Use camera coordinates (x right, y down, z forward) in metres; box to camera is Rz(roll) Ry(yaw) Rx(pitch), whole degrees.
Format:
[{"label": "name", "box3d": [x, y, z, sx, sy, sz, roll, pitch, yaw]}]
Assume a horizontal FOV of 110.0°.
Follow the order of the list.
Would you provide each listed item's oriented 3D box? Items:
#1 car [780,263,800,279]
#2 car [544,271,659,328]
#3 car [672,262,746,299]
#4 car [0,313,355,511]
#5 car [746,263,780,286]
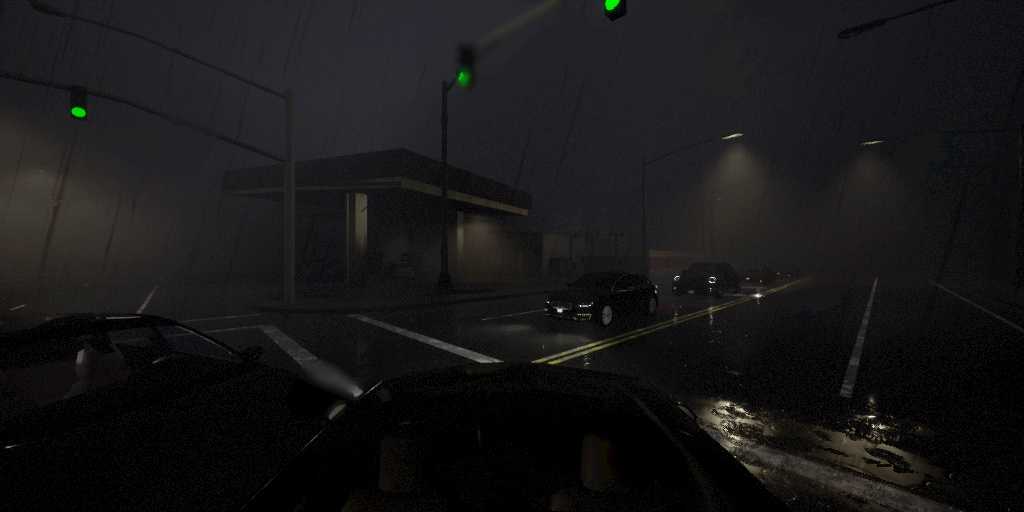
[{"label": "car", "box3d": [24.261, 1.314, 32.096, 4.181, 1.385, 1.994, 0, 0, -44]}, {"label": "car", "box3d": [3.053, 1.255, 11.601, 4.892, 1.490, 1.837, 0, 0, -44]}, {"label": "car", "box3d": [9.994, 1.102, 18.344, 4.553, 1.767, 2.097, 0, 0, -44]}, {"label": "car", "box3d": [-3.383, 1.242, 2.678, 4.902, 1.511, 2.128, 0, 0, 16]}, {"label": "car", "box3d": [17.023, 1.314, 25.150, 1.994, 1.385, 4.181, 0, 0, 45]}]
